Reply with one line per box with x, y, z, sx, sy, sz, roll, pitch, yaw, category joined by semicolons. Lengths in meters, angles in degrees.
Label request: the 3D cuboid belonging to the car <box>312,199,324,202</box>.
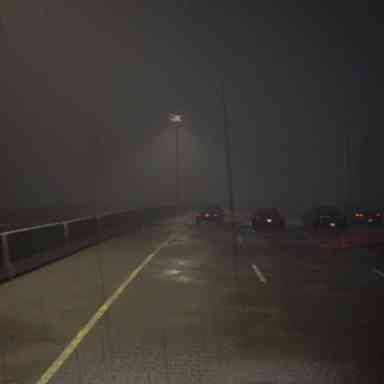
22.033;1.995;58.332;1.994;1.385;4.181;0;-1;24;car

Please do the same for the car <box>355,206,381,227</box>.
12.293;1.719;24.478;1.812;1.442;4.674;0;-1;10;car

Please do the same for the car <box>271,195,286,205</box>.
16.552;1.662;63.508;2.150;2.045;5.566;0;-1;26;car

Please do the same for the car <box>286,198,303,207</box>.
18.775;1.780;59.645;2.097;1.767;4.553;0;0;23;car

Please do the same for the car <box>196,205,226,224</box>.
1.567;1.710;26.095;2.033;1.411;5.357;0;0;11;car

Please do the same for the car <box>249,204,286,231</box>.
5.003;1.716;22.178;1.994;1.385;4.181;0;0;9;car

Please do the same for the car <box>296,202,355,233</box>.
8.280;1.649;21.144;2.128;1.511;4.902;0;-1;8;car

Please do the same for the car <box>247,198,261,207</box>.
11.226;1.879;59.989;1.882;1.535;5.008;-1;-1;23;car
